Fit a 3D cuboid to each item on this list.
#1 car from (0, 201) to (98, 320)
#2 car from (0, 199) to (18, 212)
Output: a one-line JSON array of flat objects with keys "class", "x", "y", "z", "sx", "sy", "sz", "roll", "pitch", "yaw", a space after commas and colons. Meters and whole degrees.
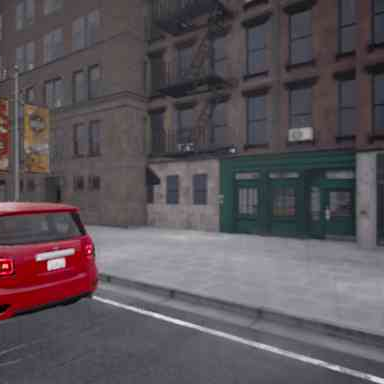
[{"class": "car", "x": -4.302, "y": 1.202, "z": 6.755, "sx": 5.566, "sy": 2.045, "sz": 2.150, "roll": 0, "pitch": 0, "yaw": 35}, {"class": "car", "x": -20.548, "y": 1.443, "z": 34.343, "sx": 1.802, "sy": 1.307, "sz": 4.206, "roll": 0, "pitch": 0, "yaw": 35}]
